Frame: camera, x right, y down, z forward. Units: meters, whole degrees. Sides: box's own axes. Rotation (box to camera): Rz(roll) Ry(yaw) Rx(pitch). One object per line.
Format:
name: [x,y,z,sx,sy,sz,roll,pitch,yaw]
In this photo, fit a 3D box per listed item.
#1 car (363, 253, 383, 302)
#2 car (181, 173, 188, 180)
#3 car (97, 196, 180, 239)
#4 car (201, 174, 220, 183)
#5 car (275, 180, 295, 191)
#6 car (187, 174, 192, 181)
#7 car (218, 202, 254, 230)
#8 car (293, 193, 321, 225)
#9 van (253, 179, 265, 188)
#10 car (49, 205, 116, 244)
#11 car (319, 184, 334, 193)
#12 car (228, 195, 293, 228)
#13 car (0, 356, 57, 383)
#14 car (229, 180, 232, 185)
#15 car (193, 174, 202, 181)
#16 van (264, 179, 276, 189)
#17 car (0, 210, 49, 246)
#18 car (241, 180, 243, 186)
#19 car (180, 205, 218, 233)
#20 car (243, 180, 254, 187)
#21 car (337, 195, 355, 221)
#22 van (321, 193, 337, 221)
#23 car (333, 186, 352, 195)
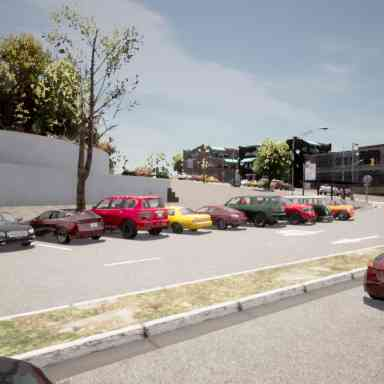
car: [5.558,1.574,7.103,4.181,1.385,1.994,0,0,-34]
car: [-0.067,-4.084,93.304,2.185,1.767,4.553,4,1,33]
car: [-3.750,1.248,17.562,5.566,2.045,2.435,-1,-1,35]
car: [5.308,-3.175,86.109,1.946,1.575,5.366,7,3,34]
car: [19.051,-0.992,66.252,2.231,1.521,4.892,7,3,35]
car: [1.663,-3.849,90.834,2.185,1.767,4.553,6,3,34]
car: [1.176,1.549,21.017,4.674,1.452,2.002,-1,-1,35]
car: [6.117,1.267,24.480,5.566,2.045,2.435,-1,-1,35]
van: [15.562,-1.763,71.085,1.878,1.987,4.442,7,4,35]
car: [-6.195,1.524,15.816,4.792,1.488,2.163,-1,-1,35]
car: [24.262,-0.425,58.866,2.435,2.045,5.566,7,3,35]
car: [3.603,1.263,22.775,5.566,2.045,2.435,-1,-1,35]
car: [-2.882,1.504,1.076,4.892,1.490,1.837,0,0,-35]
car: [10.414,-2.316,78.599,2.002,1.452,4.674,7,3,35]
car: [3.457,-3.698,88.368,2.435,2.045,5.566,7,3,34]
van: [17.291,-1.490,68.614,1.878,1.987,4.442,7,4,35]
car: [-8.615,1.493,14.070,4.892,1.521,2.231,-1,-1,35]
car: [12.156,-2.043,76.137,2.002,1.452,4.674,7,4,35]
car: [-1.430,1.503,19.389,5.366,1.575,1.946,-1,-1,35]
car: [13.988,-1.811,73.816,1.946,1.575,5.366,7,3,35]
car: [11.064,1.404,27.900,4.553,1.767,2.185,-1,-1,35]
van: [8.655,1.297,26.150,4.442,1.987,1.878,-1,-1,35]
car: [25.953,0.137,56.394,2.002,1.452,4.674,7,3,35]
